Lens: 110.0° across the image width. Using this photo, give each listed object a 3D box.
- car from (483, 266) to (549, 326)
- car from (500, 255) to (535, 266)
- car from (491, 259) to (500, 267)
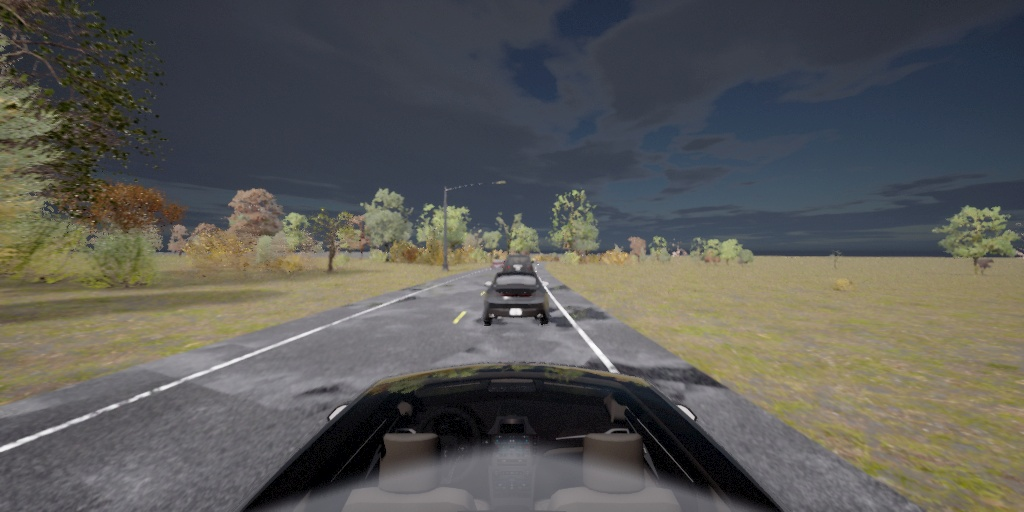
[{"bbox_3d":[0.150,1.224,11.644,1.837,1.490,4.892,0,-1,1],"label":"car"},{"bbox_3d":[0.519,0.919,27.158,2.150,2.045,5.566,0,0,2],"label":"car"},{"bbox_3d":[-1.915,1.225,51.926,1.812,1.442,4.674,0,0,4],"label":"car"}]
